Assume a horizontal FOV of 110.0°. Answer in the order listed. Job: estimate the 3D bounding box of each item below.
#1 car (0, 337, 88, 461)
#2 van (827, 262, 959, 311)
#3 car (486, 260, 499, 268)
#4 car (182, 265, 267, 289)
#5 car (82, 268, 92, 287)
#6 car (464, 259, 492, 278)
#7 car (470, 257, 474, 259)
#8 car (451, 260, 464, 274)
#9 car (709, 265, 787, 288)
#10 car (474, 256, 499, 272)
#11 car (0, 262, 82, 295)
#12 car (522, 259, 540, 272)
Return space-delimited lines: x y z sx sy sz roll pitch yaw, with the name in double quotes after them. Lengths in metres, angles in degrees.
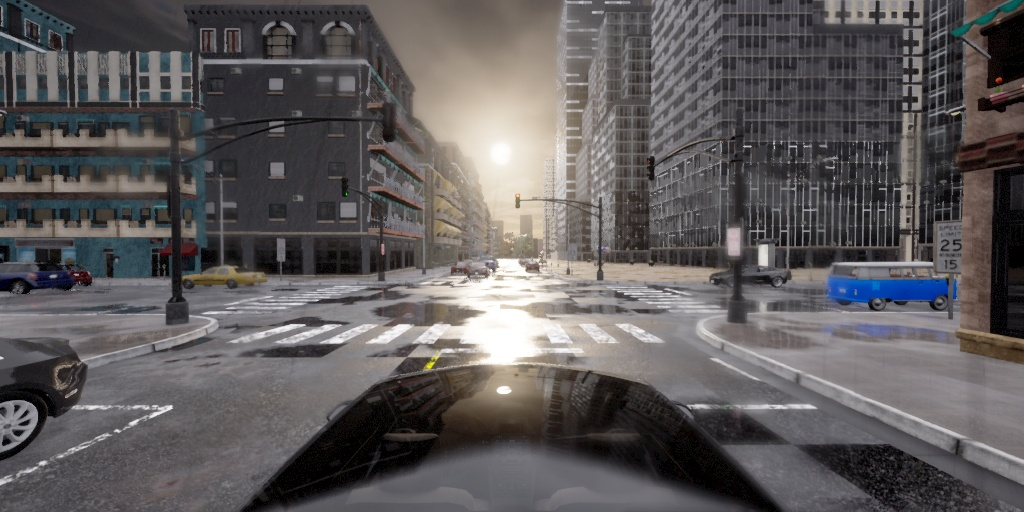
-5.692 1.300 2.219 2.007 1.370 4.403 0 0 0 "car"
14.667 1.116 13.913 3.998 1.789 1.690 0 0 0 "van"
-3.181 1.309 59.630 1.994 1.385 4.181 0 0 0 "car"
-17.920 1.247 22.180 4.829 1.417 1.751 0 0 0 "car"
-28.818 1.190 22.142 4.097 1.591 1.967 0 0 0 "car"
-3.159 1.270 34.261 1.812 1.442 4.674 0 0 0 "car"
-5.773 1.184 45.934 1.967 1.591 4.097 0 0 0 "car"
-5.762 1.289 40.285 1.888 1.381 4.507 0 0 0 "car"
14.638 1.215 22.293 4.313 1.339 1.948 0 0 0 "car"
-3.178 0.967 45.517 2.150 2.045 5.566 0 0 0 "car"
-27.123 1.137 19.536 4.553 1.767 2.097 0 1 0 "car"
2.575 1.289 46.007 1.888 1.381 4.507 0 0 0 "car"
